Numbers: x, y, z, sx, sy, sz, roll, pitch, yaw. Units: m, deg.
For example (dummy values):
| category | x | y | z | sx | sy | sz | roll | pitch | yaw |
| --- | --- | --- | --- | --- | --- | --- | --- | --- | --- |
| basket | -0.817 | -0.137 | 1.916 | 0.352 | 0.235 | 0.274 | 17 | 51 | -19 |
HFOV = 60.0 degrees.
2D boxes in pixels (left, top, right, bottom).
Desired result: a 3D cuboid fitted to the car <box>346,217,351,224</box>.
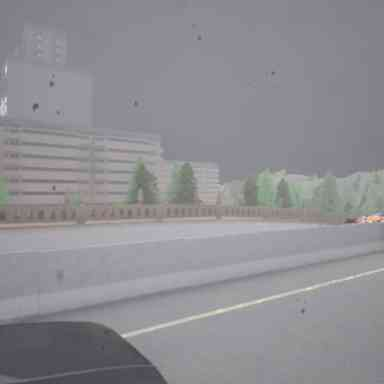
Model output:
| category | x | y | z | sx | sy | sz | roll | pitch | yaw |
| --- | --- | --- | --- | --- | --- | --- | --- | --- | --- |
| car | 17.648 | 2.963 | 33.759 | 4.718 | 1.301 | 1.895 | 7 | -4 | -35 |

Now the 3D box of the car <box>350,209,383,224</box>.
| category | x | y | z | sx | sy | sz | roll | pitch | yaw |
| --- | --- | --- | --- | --- | --- | --- | --- | --- | --- |
| car | 12.754 | 1.873 | 21.677 | 4.553 | 1.767 | 2.097 | 4 | -2 | -35 |

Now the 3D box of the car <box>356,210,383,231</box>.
| category | x | y | z | sx | sy | sz | roll | pitch | yaw |
| --- | --- | --- | --- | --- | --- | --- | --- | --- | --- |
| car | 16.339 | 2.473 | 28.526 | 5.008 | 1.535 | 1.882 | 6 | -3 | -35 |

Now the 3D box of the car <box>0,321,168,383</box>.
| category | x | y | z | sx | sy | sz | roll | pitch | yaw |
| --- | --- | --- | --- | --- | --- | --- | --- | --- | --- |
| car | -2.691 | 1.533 | 1.828 | 5.357 | 1.411 | 2.033 | 1 | 0 | -35 |
